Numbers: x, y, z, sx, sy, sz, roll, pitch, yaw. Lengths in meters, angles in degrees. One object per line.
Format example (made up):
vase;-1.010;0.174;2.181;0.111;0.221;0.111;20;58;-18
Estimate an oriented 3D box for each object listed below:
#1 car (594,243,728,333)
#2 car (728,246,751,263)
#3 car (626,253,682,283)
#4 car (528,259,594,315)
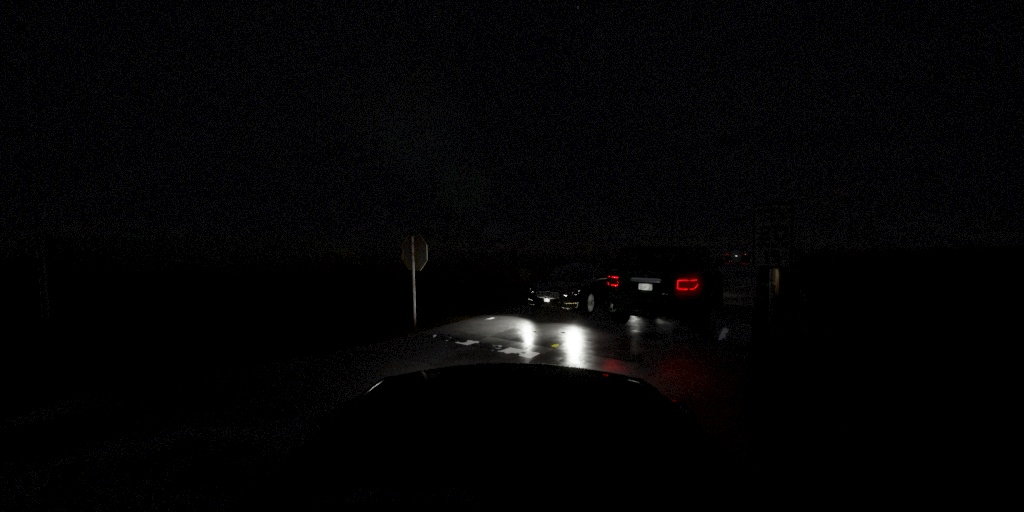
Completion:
car;4.419;0.662;9.945;2.150;2.045;5.566;1;3;35
car;22.123;-0.107;35.165;1.994;1.385;4.181;1;2;35
car;8.053;0.590;20.115;1.994;1.385;4.181;1;3;35
car;2.361;0.895;11.983;1.837;1.490;4.892;1;3;35
